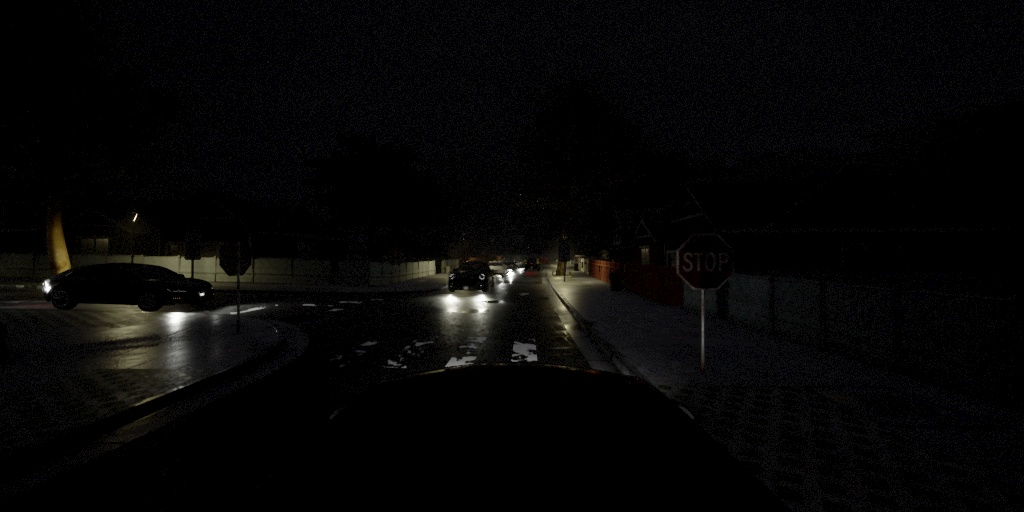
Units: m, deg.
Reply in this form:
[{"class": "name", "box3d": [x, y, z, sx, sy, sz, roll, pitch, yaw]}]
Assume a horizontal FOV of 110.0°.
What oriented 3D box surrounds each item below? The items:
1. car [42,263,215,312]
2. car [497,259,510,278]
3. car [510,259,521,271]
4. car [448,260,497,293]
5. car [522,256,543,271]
[{"class": "car", "box3d": [-12.987, 1.015, 12.312, 4.892, 1.490, 1.837, 1, 0, 2]}, {"class": "car", "box3d": [-1.505, 1.186, 32.635, 1.812, 1.442, 4.674, 0, 0, 5]}, {"class": "car", "box3d": [-0.444, 1.067, 44.035, 2.128, 1.511, 4.902, 0, 0, 6]}, {"class": "car", "box3d": [-2.271, 1.080, 20.802, 2.097, 1.767, 4.553, 0, 0, 3]}, {"class": "car", "box3d": [2.643, 1.066, 45.351, 1.837, 1.490, 4.892, 0, 0, 6]}]
